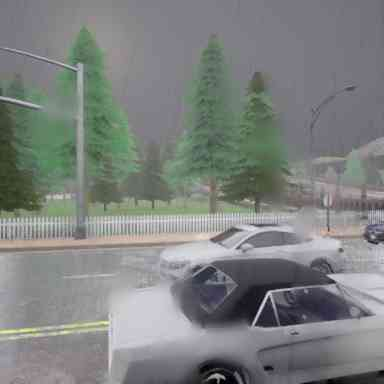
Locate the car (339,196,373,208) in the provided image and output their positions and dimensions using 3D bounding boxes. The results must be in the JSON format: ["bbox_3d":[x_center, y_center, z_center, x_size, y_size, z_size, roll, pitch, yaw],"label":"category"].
[{"bbox_3d":[22.941,1.352,46.676,1.994,1.385,4.181,0,2,-16],"label":"car"}]

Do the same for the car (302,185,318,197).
[{"bbox_3d":[21.959,-0.002,63.489,1.882,1.535,5.008,0,6,-15],"label":"car"}]

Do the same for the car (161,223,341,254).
[{"bbox_3d":[1.513,1.526,8.223,4.674,1.442,1.812,0,0,-14],"label":"car"}]

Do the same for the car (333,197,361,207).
[{"bbox_3d":[19.834,1.371,44.781,2.033,1.411,5.357,0,2,-16],"label":"car"}]

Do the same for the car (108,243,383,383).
[{"bbox_3d":[1.328,1.601,4.378,4.718,1.301,1.895,0,0,-14],"label":"car"}]

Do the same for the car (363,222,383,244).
[{"bbox_3d":[9.470,1.526,13.787,4.674,1.442,1.812,0,0,-14],"label":"car"}]
